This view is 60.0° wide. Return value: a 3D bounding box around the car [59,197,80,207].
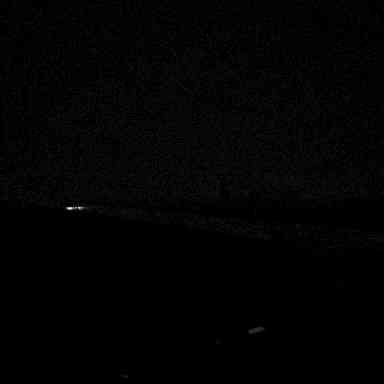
[{"bbox_3d":[-18.507,1.504,50.152,2.033,1.411,5.357,-1,1,-35],"label":"car"}]
